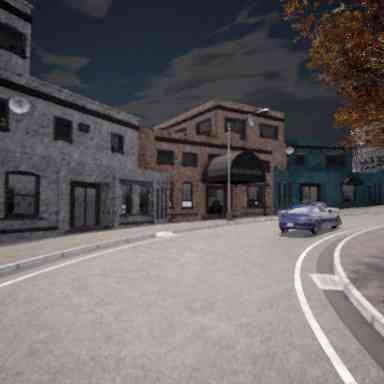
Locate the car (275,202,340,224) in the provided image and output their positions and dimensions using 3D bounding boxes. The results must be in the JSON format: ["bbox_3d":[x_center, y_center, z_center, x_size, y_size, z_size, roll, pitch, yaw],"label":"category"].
[{"bbox_3d":[8.462,1.486,24.257,4.718,1.301,1.895,-1,-1,-31],"label":"car"}]

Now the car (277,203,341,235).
[{"bbox_3d":[6.293,1.383,17.769,1.812,1.442,4.674,-3,-1,42],"label":"car"}]
